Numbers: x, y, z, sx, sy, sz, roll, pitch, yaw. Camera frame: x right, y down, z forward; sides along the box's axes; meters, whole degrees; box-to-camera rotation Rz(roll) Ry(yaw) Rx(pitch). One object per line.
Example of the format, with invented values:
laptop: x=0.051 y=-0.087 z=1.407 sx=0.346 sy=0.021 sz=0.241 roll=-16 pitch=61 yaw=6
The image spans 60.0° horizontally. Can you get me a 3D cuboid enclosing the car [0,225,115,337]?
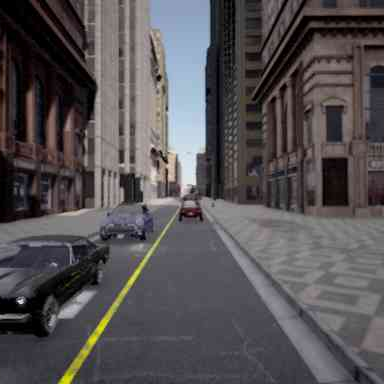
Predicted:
car: x=-3.124 y=1.618 z=6.780 sx=1.895 sy=1.301 sz=4.718 roll=0 pitch=0 yaw=0

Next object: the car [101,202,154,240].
car: x=-3.171 y=1.375 z=17.034 sx=2.097 sy=1.767 sz=4.553 roll=0 pitch=0 yaw=0

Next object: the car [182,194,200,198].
car: x=-0.160 y=1.262 z=42.152 sx=2.150 sy=2.045 sz=5.566 roll=0 pitch=0 yaw=0

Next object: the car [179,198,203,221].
car: x=-0.084 y=1.496 z=27.645 sx=1.882 sy=1.535 sz=5.008 roll=0 pitch=0 yaw=0
